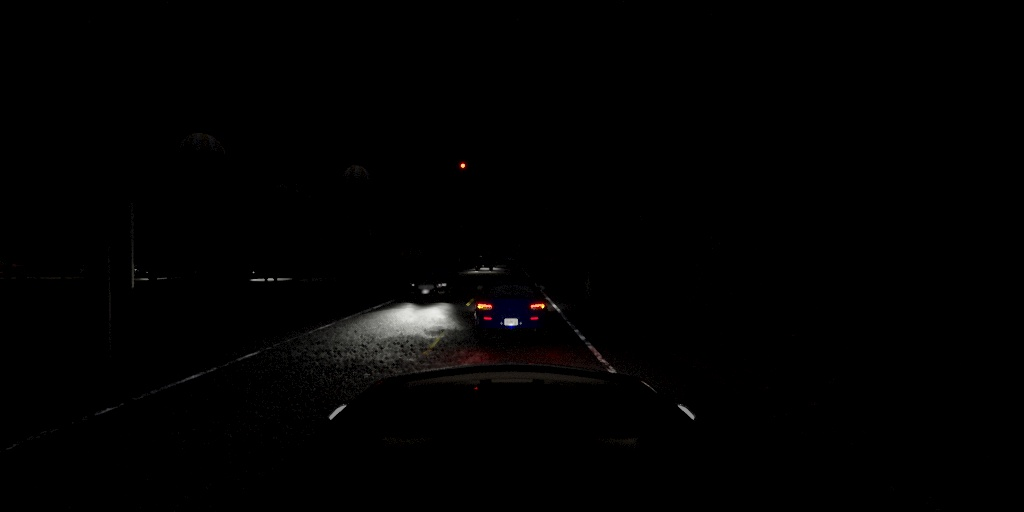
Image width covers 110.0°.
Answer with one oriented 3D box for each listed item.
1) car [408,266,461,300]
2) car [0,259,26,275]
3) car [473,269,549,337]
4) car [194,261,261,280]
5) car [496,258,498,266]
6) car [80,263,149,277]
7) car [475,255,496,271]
[{"bbox_3d":[-3.659,1.237,17.588,2.128,1.511,4.902,0,0,0],"label":"car"},{"bbox_3d":[-41.561,0.851,28.222,5.008,1.535,1.882,1,0,0],"label":"car"},{"bbox_3d":[-0.029,1.274,10.129,1.812,1.442,4.674,0,0,0],"label":"car"},{"bbox_3d":[-22.454,1.118,28.395,4.181,1.385,1.994,1,0,0],"label":"car"},{"bbox_3d":[-3.809,1.297,60.725,1.895,1.301,4.718,0,0,0],"label":"car"},{"bbox_3d":[-31.145,0.998,28.315,4.674,1.442,1.812,1,0,-1],"label":"car"},{"bbox_3d":[-3.787,0.934,49.824,2.150,2.045,5.566,0,0,0],"label":"car"}]
